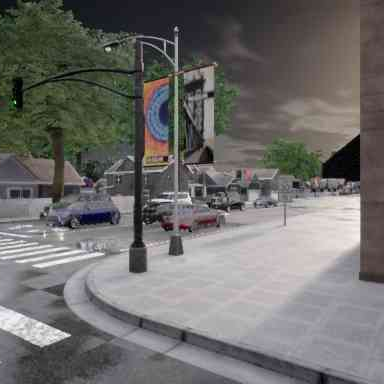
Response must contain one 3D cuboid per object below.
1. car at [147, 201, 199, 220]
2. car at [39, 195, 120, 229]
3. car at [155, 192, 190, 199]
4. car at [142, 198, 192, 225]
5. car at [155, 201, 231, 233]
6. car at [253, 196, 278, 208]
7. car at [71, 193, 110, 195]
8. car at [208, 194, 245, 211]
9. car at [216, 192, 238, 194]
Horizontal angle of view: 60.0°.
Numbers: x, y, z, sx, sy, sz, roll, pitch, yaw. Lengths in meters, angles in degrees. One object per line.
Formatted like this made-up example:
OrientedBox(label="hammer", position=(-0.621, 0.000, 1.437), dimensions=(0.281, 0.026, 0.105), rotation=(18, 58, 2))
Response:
OrientedBox(label="car", position=(-1.504, 1.462, 28.139), dimensions=(1.895, 1.301, 4.718), rotation=(0, 0, 36))
OrientedBox(label="car", position=(-6.729, 1.264, 20.821), dimensions=(2.097, 1.767, 4.553), rotation=(0, 0, 35))
OrientedBox(label="car", position=(-2.216, 1.063, 32.708), dimensions=(2.150, 2.045, 5.566), rotation=(0, 0, 35))
OrientedBox(label="car", position=(-1.340, 1.393, 22.440), dimensions=(1.837, 1.490, 4.892), rotation=(0, 1, 36))
OrientedBox(label="car", position=(0.187, 1.463, 18.986), dimensions=(1.994, 1.385, 4.181), rotation=(0, 0, 36))
OrientedBox(label="car", position=(9.743, 1.248, 43.806), dimensions=(2.128, 1.511, 4.902), rotation=(0, 0, 36))
OrientedBox(label="car", position=(-8.207, 1.120, 24.397), dimensions=(2.150, 2.045, 5.566), rotation=(0, 0, 34))
OrientedBox(label="car", position=(3.946, 1.287, 35.742), dimensions=(1.882, 1.535, 5.008), rotation=(0, 0, 35))
OrientedBox(label="car", position=(4.038, 1.005, 41.438), dimensions=(2.150, 2.045, 5.566), rotation=(0, 0, 35))
